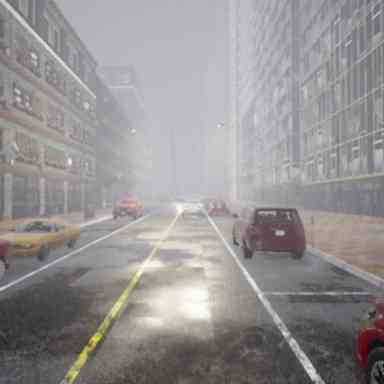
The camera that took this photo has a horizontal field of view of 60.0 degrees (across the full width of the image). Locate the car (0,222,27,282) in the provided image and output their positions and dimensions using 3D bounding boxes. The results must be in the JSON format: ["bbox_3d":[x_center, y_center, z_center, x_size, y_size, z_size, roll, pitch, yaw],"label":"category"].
[{"bbox_3d":[-5.662,1.575,7.067,1.887,1.381,4.507,1,0,0],"label":"car"}]

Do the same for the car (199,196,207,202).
[{"bbox_3d":[2.900,1.755,86.164,1.967,1.590,4.097,1,0,0],"label":"car"}]

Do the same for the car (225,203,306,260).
[{"bbox_3d":[2.735,1.366,12.698,2.192,1.841,5.009,1,0,0],"label":"car"}]

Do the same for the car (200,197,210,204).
[{"bbox_3d":[2.872,1.821,74.860,1.887,1.381,4.507,1,0,0],"label":"car"}]

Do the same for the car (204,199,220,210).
[{"bbox_3d":[2.808,1.744,46.605,1.947,1.339,4.313,1,0,0],"label":"car"}]

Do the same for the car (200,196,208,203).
[{"bbox_3d":[2.887,1.736,80.513,1.967,1.590,4.097,1,0,0],"label":"car"}]

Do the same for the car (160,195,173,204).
[{"bbox_3d":[-5.517,1.574,69.232,2.192,1.841,5.009,1,0,0],"label":"car"}]

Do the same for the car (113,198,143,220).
[{"bbox_3d":[-5.607,1.432,29.673,2.192,1.841,5.009,1,0,0],"label":"car"}]

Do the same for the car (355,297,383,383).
[{"bbox_3d":[2.709,1.321,1.396,2.192,1.841,5.009,1,0,0],"label":"car"}]

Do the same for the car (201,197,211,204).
[{"bbox_3d":[2.859,1.823,69.210,1.947,1.339,4.313,1,0,0],"label":"car"}]

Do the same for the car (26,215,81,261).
[{"bbox_3d":[-5.649,1.577,12.548,1.752,1.417,4.829,1,0,0],"label":"car"}]

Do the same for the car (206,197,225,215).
[{"bbox_3d":[2.784,1.576,35.302,1.967,1.590,4.097,1,0,0],"label":"car"}]

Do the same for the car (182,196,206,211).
[{"bbox_3d":[0.068,1.359,29.933,1.812,1.442,4.674,0,0,0],"label":"car"}]

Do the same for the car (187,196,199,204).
[{"bbox_3d":[0.138,1.451,60.647,2.163,1.488,4.792,0,0,0],"label":"car"}]

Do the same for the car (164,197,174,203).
[{"bbox_3d":[-5.495,1.863,80.533,1.947,1.339,4.313,1,0,0],"label":"car"}]
